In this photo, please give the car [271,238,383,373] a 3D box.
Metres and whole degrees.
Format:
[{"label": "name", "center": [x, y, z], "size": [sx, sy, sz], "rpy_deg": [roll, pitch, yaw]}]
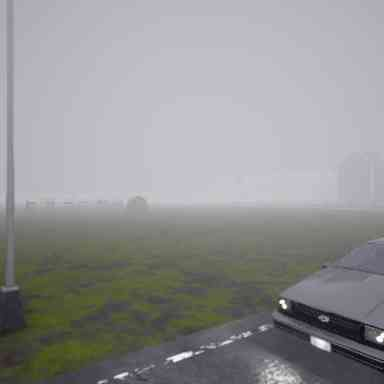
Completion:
[{"label": "car", "center": [3.802, 1.542, 5.781], "size": [5.357, 1.411, 2.033], "rpy_deg": [0, 0, -35]}]
